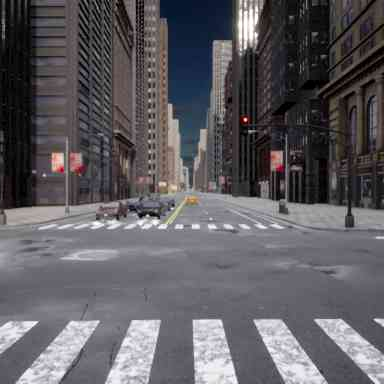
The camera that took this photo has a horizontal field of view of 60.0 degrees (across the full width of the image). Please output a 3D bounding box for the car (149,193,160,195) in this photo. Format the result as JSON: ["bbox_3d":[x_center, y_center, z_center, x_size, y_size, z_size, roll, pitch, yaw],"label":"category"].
[{"bbox_3d":[-6.688,1.170,57.737,2.150,2.045,5.566,0,0,1],"label":"car"}]

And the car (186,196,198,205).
[{"bbox_3d":[-0.036,1.426,57.722,1.882,1.535,5.008,0,0,0],"label":"car"}]

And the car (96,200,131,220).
[{"bbox_3d":[-6.658,1.510,27.939,1.812,1.442,4.674,0,0,0],"label":"car"}]

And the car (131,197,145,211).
[{"bbox_3d":[-6.681,1.577,37.047,1.895,1.301,4.718,0,0,0],"label":"car"}]

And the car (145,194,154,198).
[{"bbox_3d":[-6.703,1.470,47.287,1.837,1.490,4.892,0,0,0],"label":"car"}]

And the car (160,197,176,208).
[{"bbox_3d":[-3.462,1.509,49.667,2.033,1.411,5.357,0,0,0],"label":"car"}]

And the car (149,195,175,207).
[{"bbox_3d":[-3.432,1.465,39.115,2.128,1.511,4.902,0,0,0],"label":"car"}]

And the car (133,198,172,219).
[{"bbox_3d":[-3.387,1.530,29.376,2.033,1.411,5.357,0,0,4],"label":"car"}]

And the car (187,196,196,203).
[{"bbox_3d":[-0.063,1.520,69.999,1.895,1.301,4.718,0,0,0],"label":"car"}]
